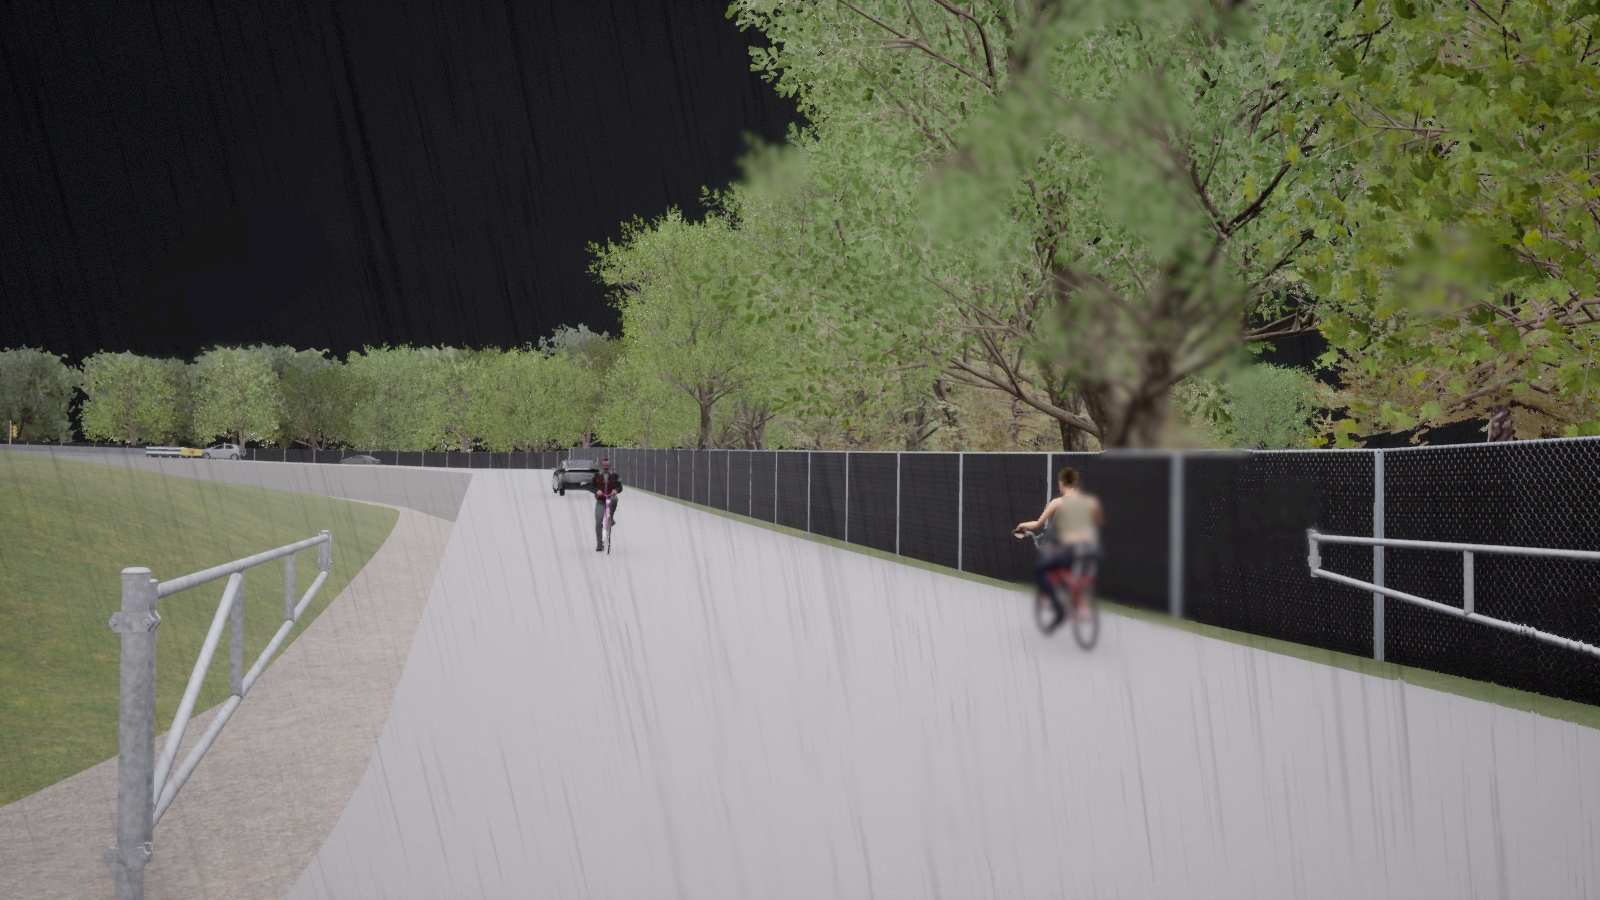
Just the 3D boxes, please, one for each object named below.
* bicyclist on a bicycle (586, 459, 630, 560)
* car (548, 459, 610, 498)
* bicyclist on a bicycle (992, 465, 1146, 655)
[{"bbox_3d":[-3.545,1.060,23.095,0.659,1.776,1.843,0,-1,-13],"label":"bicyclist on a bicycle"},{"bbox_3d":[-9.527,1.190,53.735,2.128,1.511,4.902,0,0,-16],"label":"car"},{"bbox_3d":[2.419,0.946,11.485,0.866,1.612,1.509,0,-1,-9],"label":"bicyclist on a bicycle"}]
